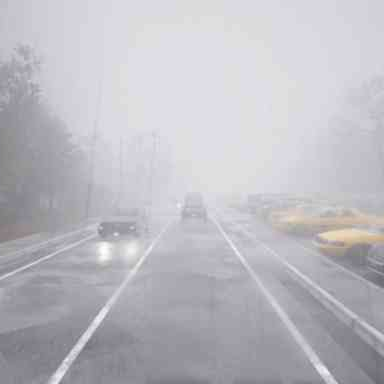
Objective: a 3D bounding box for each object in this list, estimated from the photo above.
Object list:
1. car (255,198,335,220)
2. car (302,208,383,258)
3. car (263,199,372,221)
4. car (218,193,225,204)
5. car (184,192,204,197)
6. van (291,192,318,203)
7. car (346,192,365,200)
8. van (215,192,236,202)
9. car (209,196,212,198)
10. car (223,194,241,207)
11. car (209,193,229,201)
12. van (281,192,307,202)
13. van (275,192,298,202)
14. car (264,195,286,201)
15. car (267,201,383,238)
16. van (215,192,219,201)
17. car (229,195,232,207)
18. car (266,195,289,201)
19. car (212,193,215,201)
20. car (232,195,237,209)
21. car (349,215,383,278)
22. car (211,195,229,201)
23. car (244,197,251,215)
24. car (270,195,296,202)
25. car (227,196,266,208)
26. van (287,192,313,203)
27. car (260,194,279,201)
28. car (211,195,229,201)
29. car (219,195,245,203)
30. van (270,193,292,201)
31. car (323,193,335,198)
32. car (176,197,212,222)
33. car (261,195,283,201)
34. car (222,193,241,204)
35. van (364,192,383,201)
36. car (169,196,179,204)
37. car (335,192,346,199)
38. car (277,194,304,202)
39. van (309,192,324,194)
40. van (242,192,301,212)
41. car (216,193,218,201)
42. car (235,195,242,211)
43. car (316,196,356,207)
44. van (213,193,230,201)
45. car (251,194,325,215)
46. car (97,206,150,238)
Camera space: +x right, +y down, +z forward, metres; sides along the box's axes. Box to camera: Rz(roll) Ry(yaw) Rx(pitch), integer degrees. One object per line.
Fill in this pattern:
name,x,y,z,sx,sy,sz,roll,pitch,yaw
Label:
car,6.989,1.364,22.006,4.892,1.521,2.231,0,0,0
car,6.723,1.459,10.915,5.366,1.575,1.946,0,1,0
car,7.159,1.378,19.238,5.366,1.575,1.946,0,0,0
car,7.025,1.296,49.769,5.366,1.575,1.946,0,0,0
car,0.227,1.043,40.026,2.150,2.045,5.566,0,0,0
van,20.493,1.044,60.756,4.442,1.987,1.878,0,0,0
car,20.153,1.069,35.700,5.566,2.045,2.435,0,0,0
van,7.266,1.102,71.961,4.442,1.987,1.878,0,-1,0
car,7.475,1.484,83.060,5.008,1.535,2.097,0,-1,0
car,6.960,1.312,41.441,5.366,1.575,1.946,0,0,0
car,7.527,1.389,94.167,5.566,2.045,2.435,0,-1,0
van,20.303,1.033,66.306,4.442,1.987,1.878,0,0,0
van,20.344,1.093,71.697,4.442,1.987,1.878,0,-1,0
car,20.542,1.475,82.772,5.008,1.535,2.097,0,-1,0
car,6.767,1.400,16.588,5.366,1.575,1.946,0,1,0
van,7.202,1.045,63.649,4.442,1.987,1.878,0,0,0
car,7.095,1.350,38.664,4.792,1.488,2.163,0,0,0
car,20.520,1.437,80.002,4.892,1.521,2.231,0,-1,0
car,7.368,1.014,66.424,5.566,2.045,2.435,0,0,0
car,7.074,1.356,35.888,4.792,1.488,2.163,0,0,0
car,6.893,1.492,8.138,4.892,1.521,2.231,0,1,0
car,7.564,1.631,91.386,4.792,1.488,2.163,0,-1,0
car,7.067,1.373,27.559,4.792,1.488,2.163,0,0,0
car,20.298,1.355,74.462,5.366,1.575,1.946,0,-1,0
car,7.174,1.311,44.216,4.892,1.521,2.231,0,0,0
van,20.513,1.039,63.401,4.442,1.987,1.878,0,0,0
car,20.559,1.428,88.314,4.553,1.767,2.185,0,-1,0
car,7.515,1.603,88.611,4.674,1.452,2.002,0,-1,0
car,7.300,1.316,60.872,4.674,1.452,2.002,0,0,0
van,20.621,1.171,77.234,4.442,1.987,1.878,0,-1,0
car,20.241,1.303,44.012,5.008,1.535,2.097,0,0,0
car,0.150,1.365,24.890,2.128,1.511,4.902,0,0,0
car,20.565,1.516,85.667,5.008,1.535,2.097,0,-1,0
car,7.183,1.305,46.992,4.892,1.521,2.231,0,0,0
van,20.043,1.100,32.932,4.442,1.987,1.878,0,0,0
car,-3.046,1.415,59.876,1.895,1.301,4.718,0,0,1
car,20.175,1.063,38.470,5.566,2.045,2.435,0,0,0
car,20.445,1.280,68.923,5.008,1.535,2.097,0,-1,0
van,20.407,1.066,49.676,4.442,1.987,1.878,0,0,0
van,7.176,1.112,30.334,4.442,1.987,1.878,0,0,0
car,7.270,1.282,58.097,5.008,1.535,2.097,0,0,0
car,7.052,1.361,33.112,4.792,1.488,2.163,0,0,0
car,20.271,1.338,46.907,4.674,1.452,2.002,0,0,0
van,7.608,1.298,85.838,4.442,1.987,1.878,0,-1,0
car,7.048,1.226,24.785,4.553,1.767,2.185,0,0,0
car,-3.325,1.455,17.238,2.033,1.411,5.357,0,0,0
